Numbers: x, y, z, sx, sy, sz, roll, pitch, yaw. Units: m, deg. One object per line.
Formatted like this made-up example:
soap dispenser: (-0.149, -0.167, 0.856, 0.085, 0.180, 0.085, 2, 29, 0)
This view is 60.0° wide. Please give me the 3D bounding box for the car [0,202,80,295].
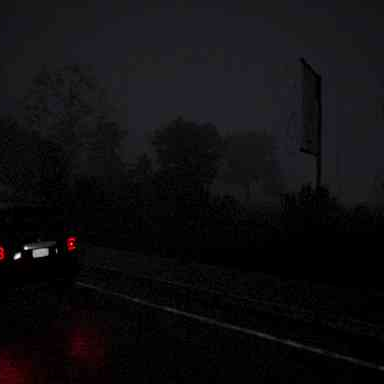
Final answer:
car: (-4.948, 1.247, 7.992, 5.566, 2.045, 2.150, 0, 0, 39)
